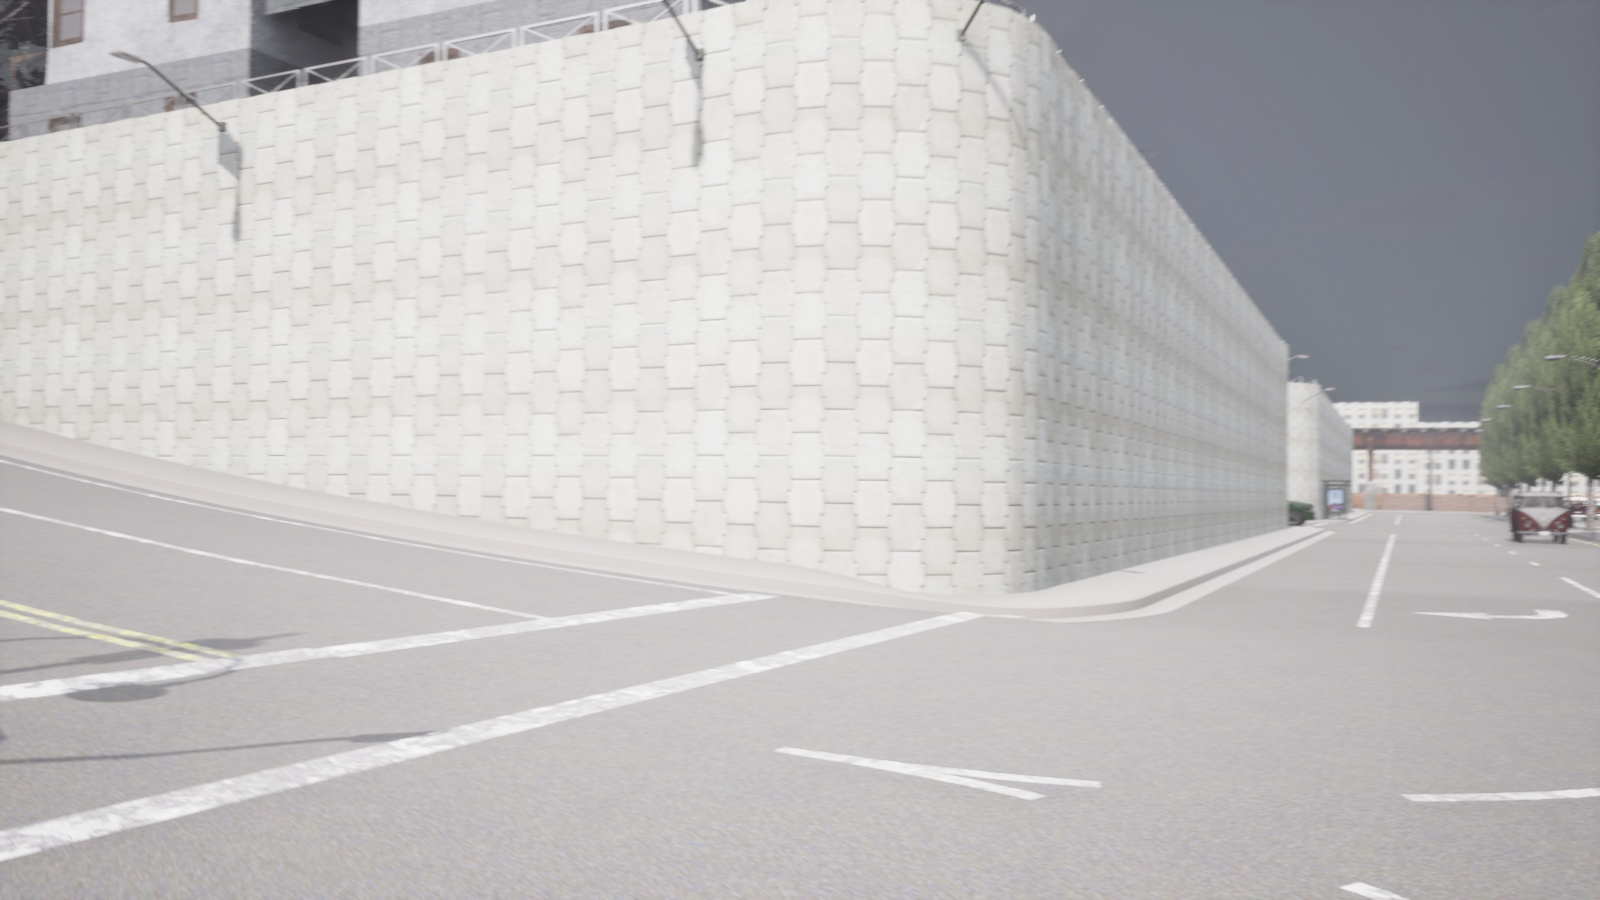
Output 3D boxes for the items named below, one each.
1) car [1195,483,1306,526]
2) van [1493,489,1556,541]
[{"bbox_3d":[25.527,3.075,71.134,5.566,2.045,2.150,3,-1,28],"label":"car"},{"bbox_3d":[28.872,2.559,50.157,1.775,1.987,4.442,0,-2,25],"label":"van"}]
